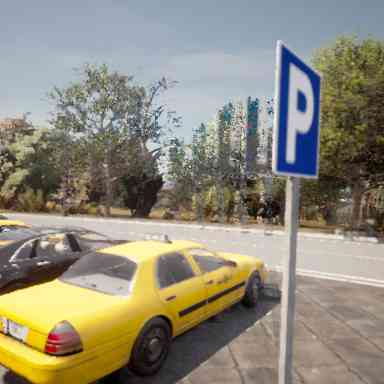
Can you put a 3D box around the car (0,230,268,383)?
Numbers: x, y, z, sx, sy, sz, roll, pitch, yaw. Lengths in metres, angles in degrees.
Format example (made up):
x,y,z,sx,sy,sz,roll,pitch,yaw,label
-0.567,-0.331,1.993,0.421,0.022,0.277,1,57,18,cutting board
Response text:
x,y,z,sx,sy,sz,roll,pitch,yaw,label
-0.411,1.463,5.667,1.946,1.575,5.366,0,0,35,car

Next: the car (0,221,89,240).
x,y,z,sx,sy,sz,roll,pitch,yaw,label
-2.777,1.464,7.119,2.231,1.521,4.892,0,0,35,car

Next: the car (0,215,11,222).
x,y,z,sx,sy,sz,roll,pitch,yaw,label
-5.034,1.467,8.728,2.097,1.535,5.008,0,0,35,car
